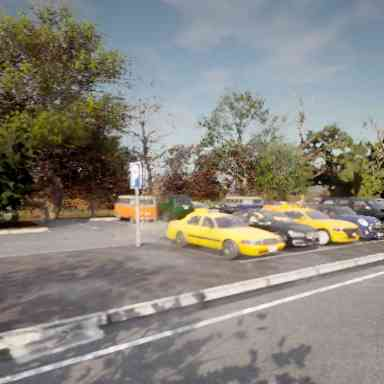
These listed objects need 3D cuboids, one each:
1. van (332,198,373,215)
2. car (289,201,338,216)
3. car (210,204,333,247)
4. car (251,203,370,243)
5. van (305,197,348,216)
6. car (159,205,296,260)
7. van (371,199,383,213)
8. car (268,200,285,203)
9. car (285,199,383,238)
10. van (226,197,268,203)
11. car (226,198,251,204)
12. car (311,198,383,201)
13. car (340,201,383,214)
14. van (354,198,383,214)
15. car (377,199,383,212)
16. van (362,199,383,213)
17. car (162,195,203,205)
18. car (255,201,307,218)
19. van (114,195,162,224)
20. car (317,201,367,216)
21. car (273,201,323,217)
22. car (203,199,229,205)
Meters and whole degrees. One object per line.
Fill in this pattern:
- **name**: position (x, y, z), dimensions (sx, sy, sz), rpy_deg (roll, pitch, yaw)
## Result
- **van**: position (20.657, 1.781, 42.899), dimensions (1.878, 1.987, 4.442), rpy_deg (1, -1, -35)
- **car**: position (13.823, 1.865, 38.166), dimensions (2.231, 1.521, 4.892), rpy_deg (1, -1, -35)
- **car**: position (3.179, 1.507, 14.537), dimensions (2.231, 1.521, 4.892), rpy_deg (1, 0, -35)
- **car**: position (5.436, 1.538, 16.146), dimensions (2.097, 1.535, 5.008), rpy_deg (1, -1, -35)
- **van**: position (16.010, 1.686, 39.876), dimensions (1.878, 1.987, 4.442), rpy_deg (1, -1, -35)
- **car**: position (1.035, 1.479, 12.775), dimensions (1.946, 1.575, 5.366), rpy_deg (1, 0, -35)
- **van**: position (29.428, 2.074, 49.435), dimensions (1.878, 1.987, 4.442), rpy_deg (2, -1, -35)
- **car**: position (7.071, 1.595, 33.325), dimensions (2.185, 1.767, 4.553), rpy_deg (1, -1, -35)
- **car**: position (7.684, 1.453, 17.779), dimensions (2.185, 1.767, 4.553), rpy_deg (1, -1, -35)
- **van**: position (4.731, 1.447, 31.839), dimensions (1.878, 1.987, 4.442), rpy_deg (1, -1, -35)
- **car**: position (2.543, 1.627, 30.129), dimensions (2.231, 1.521, 4.892), rpy_deg (1, -1, -35)
- **car**: position (9.978, 1.372, 19.340), dimensions (2.435, 2.045, 5.566), rpy_deg (1, -1, -35)
- **car**: position (22.839, 2.055, 44.603), dimensions (2.097, 1.535, 5.008), rpy_deg (1, -1, -35)
- **van**: position (25.047, 1.890, 46.027), dimensions (1.878, 1.987, 4.442), rpy_deg (2, -1, -35)
- **car**: position (31.768, 2.141, 50.924), dimensions (2.435, 2.045, 5.566), rpy_deg (2, -1, -35)
- **van**: position (27.275, 1.986, 47.900), dimensions (1.878, 1.987, 4.442), rpy_deg (2, -1, -35)
- **car**: position (-1.982, 1.287, 26.947), dimensions (2.435, 2.045, 5.566), rpy_deg (1, 0, -35)
- **car**: position (9.208, 1.766, 34.880), dimensions (2.097, 1.535, 5.008), rpy_deg (1, -1, -35)
- **van**: position (-4.390, 1.279, 25.342), dimensions (1.878, 1.987, 4.442), rpy_deg (1, 0, -35)
- **car**: position (18.439, 1.957, 41.236), dimensions (1.946, 1.575, 5.366), rpy_deg (1, -1, -35)
- **car**: position (11.566, 1.816, 36.560), dimensions (2.097, 1.535, 5.008), rpy_deg (1, -1, -35)
- **car**: position (0.393, 1.577, 28.378), dimensions (1.946, 1.575, 5.366), rpy_deg (1, -1, -35)
